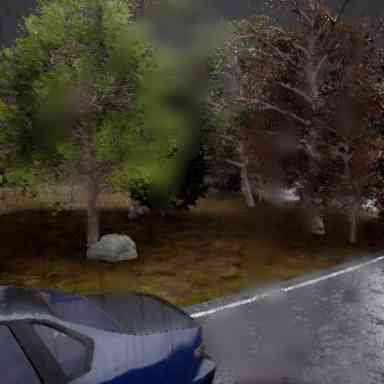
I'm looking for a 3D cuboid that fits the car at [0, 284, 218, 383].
[{"bbox_3d":[-2.312,1.551,2.423,5.357,1.411,2.033,1,0,-36],"label":"car"}]

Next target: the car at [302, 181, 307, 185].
[{"bbox_3d":[24.348,-1.525,69.755,5.357,1.411,2.033,-6,3,-32],"label":"car"}]

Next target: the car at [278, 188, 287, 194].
[{"bbox_3d":[14.816,-0.288,56.159,1.837,1.490,4.892,-4,3,13],"label":"car"}]
